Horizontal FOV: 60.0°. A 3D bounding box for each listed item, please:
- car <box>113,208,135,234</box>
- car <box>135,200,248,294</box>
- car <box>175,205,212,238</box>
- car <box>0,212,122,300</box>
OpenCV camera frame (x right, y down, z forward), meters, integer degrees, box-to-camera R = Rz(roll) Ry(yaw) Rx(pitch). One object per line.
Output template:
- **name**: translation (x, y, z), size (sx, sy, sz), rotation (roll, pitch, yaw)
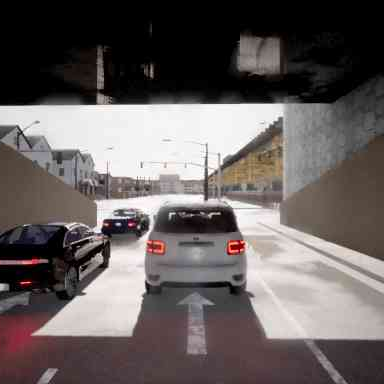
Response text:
- **car**: translation (-3.417, 1.547, 17.931), size (2.033, 1.411, 5.357), rotation (0, 0, 0)
- **car**: translation (0.085, 1.221, 8.905), size (2.150, 2.045, 5.566), rotation (0, 0, 0)
- **car**: translation (0.063, 1.526, 18.469), size (1.812, 1.442, 4.674), rotation (0, 0, 0)
- **car**: translation (-3.420, 1.491, 8.382), size (2.128, 1.511, 4.902), rotation (0, 0, 0)
